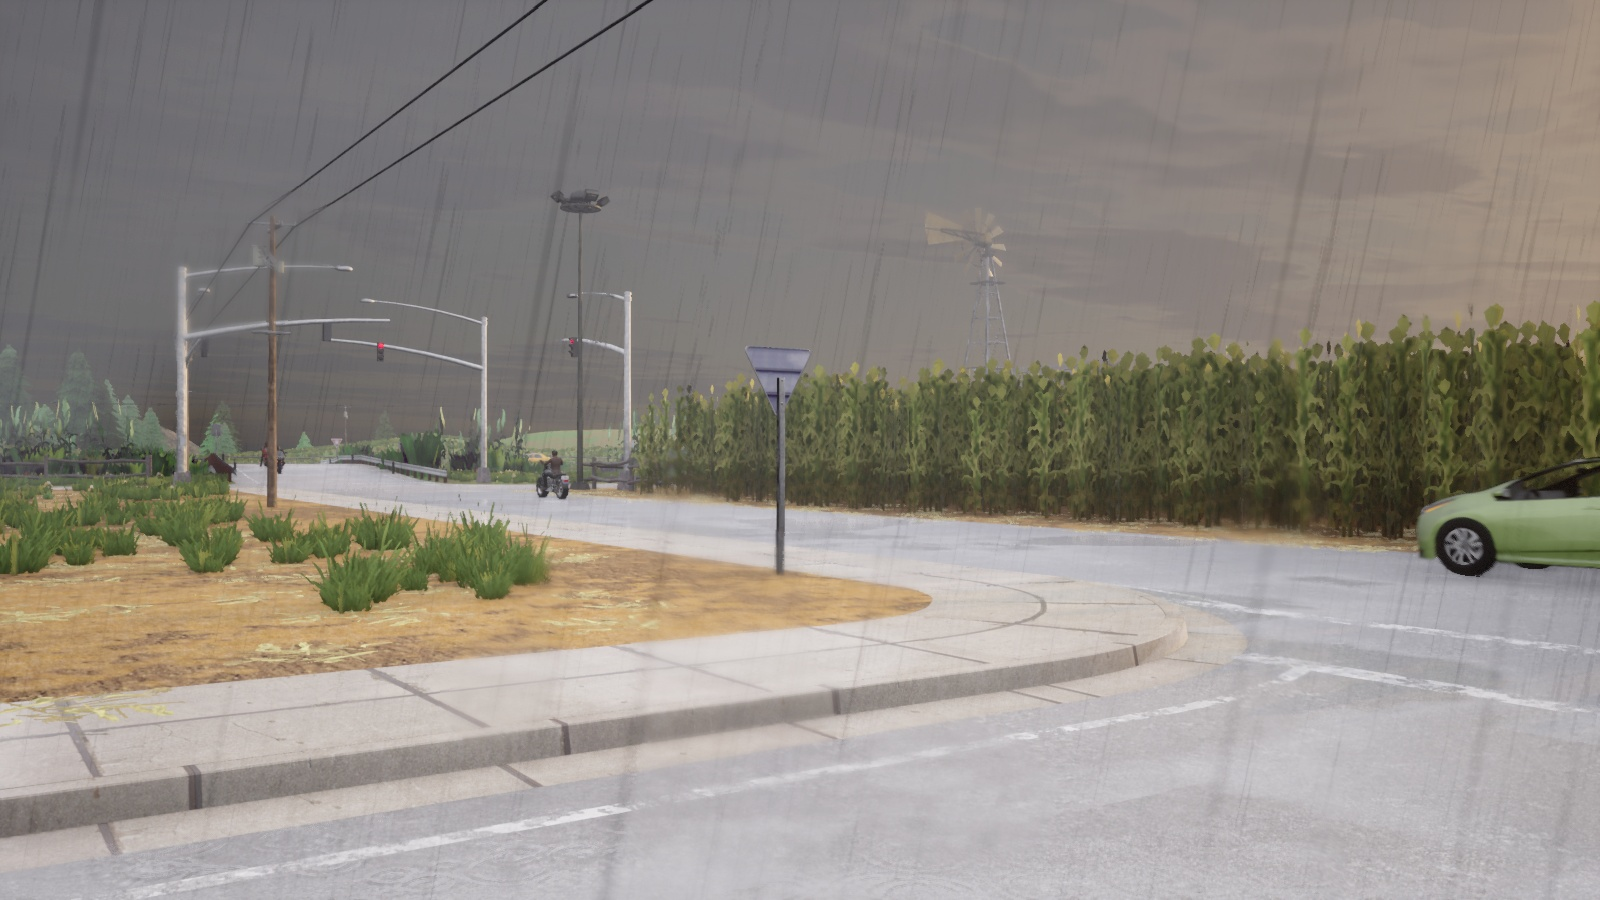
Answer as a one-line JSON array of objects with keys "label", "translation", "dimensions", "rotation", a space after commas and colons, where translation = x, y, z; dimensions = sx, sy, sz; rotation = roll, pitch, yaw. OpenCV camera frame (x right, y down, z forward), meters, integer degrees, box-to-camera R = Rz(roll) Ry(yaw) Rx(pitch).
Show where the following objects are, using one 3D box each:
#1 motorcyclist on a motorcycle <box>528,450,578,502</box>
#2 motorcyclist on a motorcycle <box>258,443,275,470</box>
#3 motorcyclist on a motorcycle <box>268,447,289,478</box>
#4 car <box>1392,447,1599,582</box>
[{"label": "motorcyclist on a motorcycle", "translation": [-8.207, 0.841, 41.596], "dimensions": [0.766, 1.649, 2.350], "rotation": [0, 0, -34]}, {"label": "motorcyclist on a motorcycle", "translation": [-31.882, 0.371, 75.027], "dimensions": [0.797, 1.523, 2.044], "rotation": [0, 1, -27]}, {"label": "motorcyclist on a motorcycle", "translation": [-28.523, 0.664, 68.635], "dimensions": [0.866, 1.530, 2.191], "rotation": [0, 3, -28]}, {"label": "car", "translation": [9.753, 0.734, 14.920], "dimensions": [2.007, 1.525, 4.514], "rotation": [0, 0, -34]}]
